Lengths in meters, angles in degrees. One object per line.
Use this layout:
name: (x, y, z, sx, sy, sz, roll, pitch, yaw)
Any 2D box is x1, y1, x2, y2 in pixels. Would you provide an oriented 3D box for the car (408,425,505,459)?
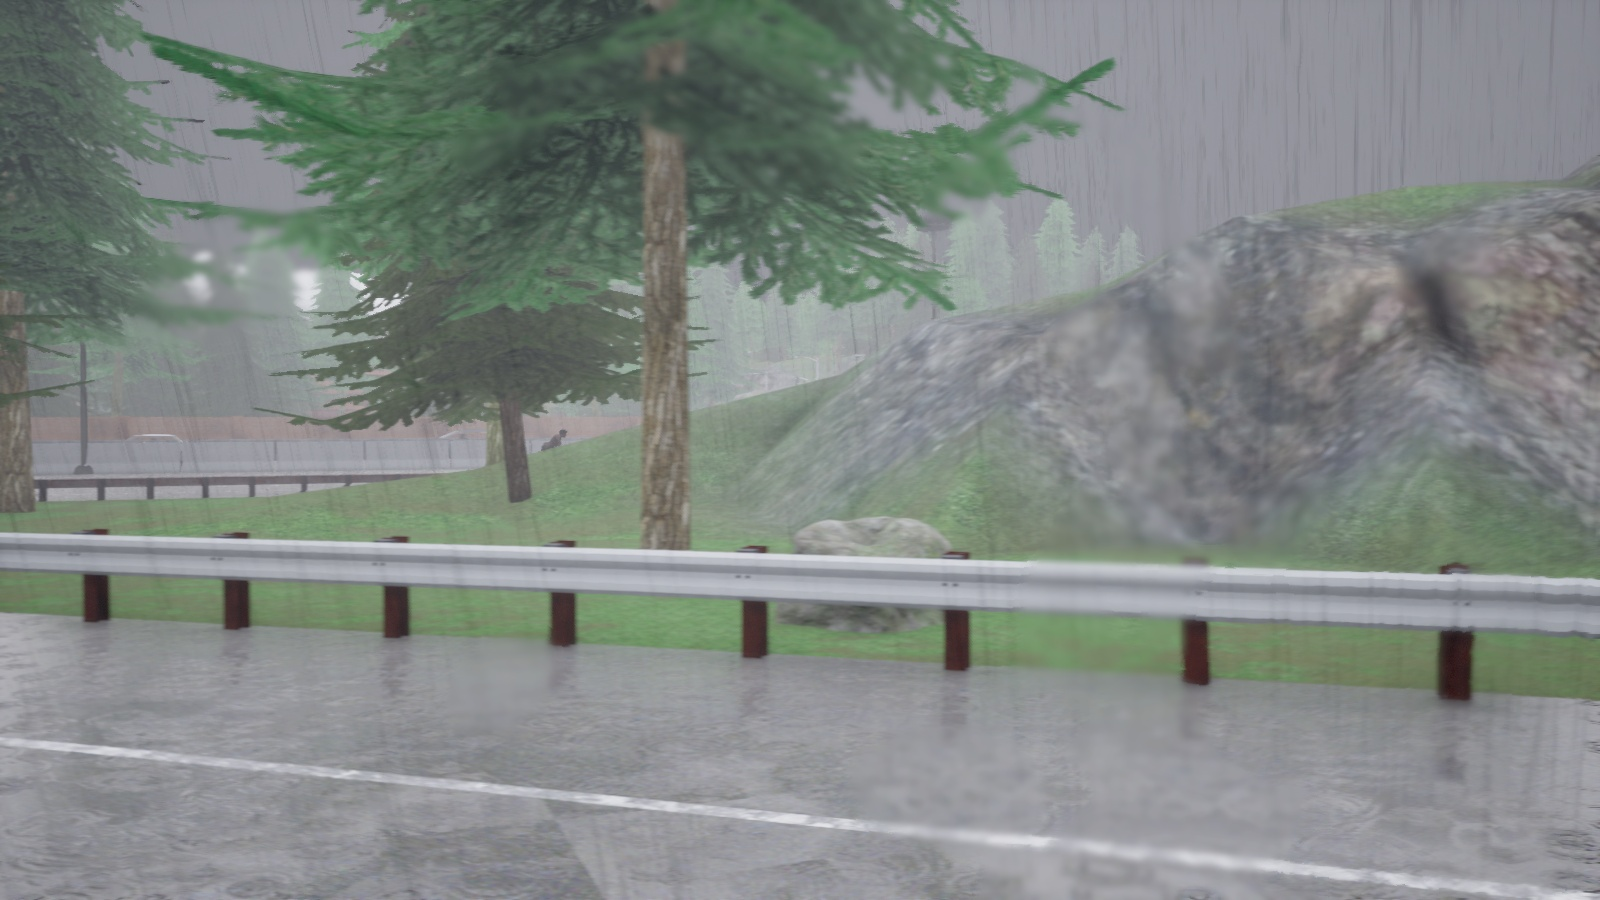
car: (-17.575, -0.425, 64.222, 4.611, 1.667, 2.242, 0, 1, -21)

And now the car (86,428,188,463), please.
car: (-29.406, -0.215, 55.832, 3.806, 1.475, 1.970, 0, 1, -21)
